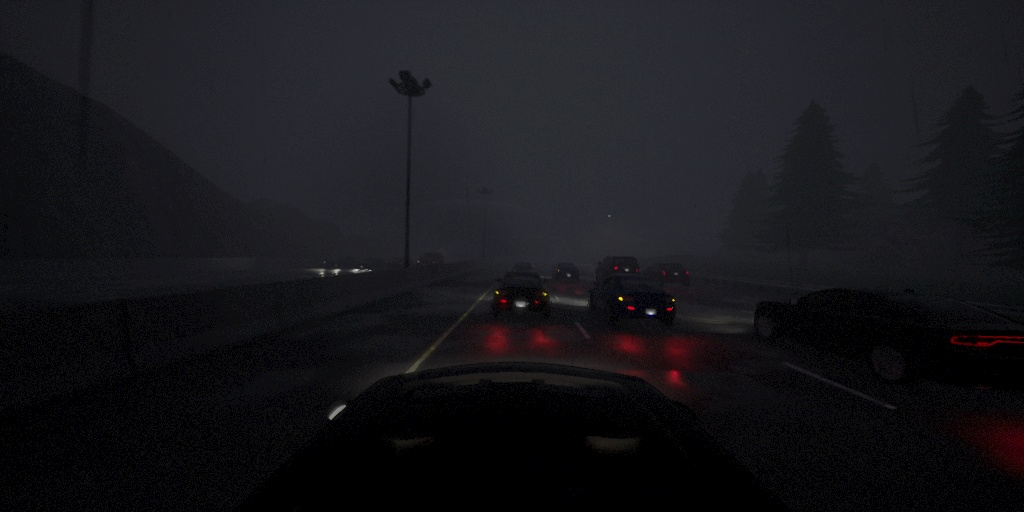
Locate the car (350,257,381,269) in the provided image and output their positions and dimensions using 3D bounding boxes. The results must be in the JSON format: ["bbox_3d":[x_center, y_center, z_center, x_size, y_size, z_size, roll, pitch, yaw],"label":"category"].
[{"bbox_3d":[-16.317,0.775,41.778,2.033,1.411,5.357,1,0,2],"label":"car"}]

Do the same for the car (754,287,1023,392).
[{"bbox_3d":[7.164,1.359,7.285,1.882,1.535,5.008,1,0,2],"label":"car"}]

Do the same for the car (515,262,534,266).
[{"bbox_3d":[0.895,1.215,29.475,1.994,1.385,4.181,1,0,2],"label":"car"}]

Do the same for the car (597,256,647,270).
[{"bbox_3d":[7.820,1.034,26.792,2.150,2.045,5.566,1,0,2],"label":"car"}]

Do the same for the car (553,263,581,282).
[{"bbox_3d":[4.378,1.253,29.325,1.812,1.442,4.674,1,0,2],"label":"car"}]

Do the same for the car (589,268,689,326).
[{"bbox_3d":[3.810,1.314,11.932,1.812,1.442,4.674,1,0,2],"label":"car"}]

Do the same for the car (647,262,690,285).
[{"bbox_3d":[11.313,1.240,26.653,2.097,1.767,4.553,1,0,2],"label":"car"}]

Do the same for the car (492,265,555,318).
[{"bbox_3d":[0.340,1.236,12.789,1.812,1.442,4.674,1,0,2],"label":"car"}]

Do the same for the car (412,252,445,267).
[{"bbox_3d":[-9.317,0.591,41.482,2.150,2.045,5.566,1,0,2],"label":"car"}]

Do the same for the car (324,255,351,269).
[{"bbox_3d":[-19.823,0.634,41.642,1.882,1.535,5.008,1,0,2],"label":"car"}]

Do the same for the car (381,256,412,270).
[{"bbox_3d":[-12.833,0.785,41.310,1.882,1.535,5.008,1,0,2],"label":"car"}]

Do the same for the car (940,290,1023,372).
[{"bbox_3d":[10.612,1.511,5.383,2.033,1.411,5.357,1,0,2],"label":"car"}]
